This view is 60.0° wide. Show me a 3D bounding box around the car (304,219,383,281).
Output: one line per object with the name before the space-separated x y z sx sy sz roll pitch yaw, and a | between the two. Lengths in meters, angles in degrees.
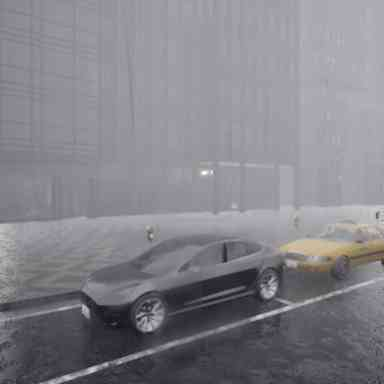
car | 4.522 1.522 9.888 4.829 1.417 1.752 0 0 -36

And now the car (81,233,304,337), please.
car | 0.043 1.565 6.685 4.313 1.339 1.947 0 0 -36
